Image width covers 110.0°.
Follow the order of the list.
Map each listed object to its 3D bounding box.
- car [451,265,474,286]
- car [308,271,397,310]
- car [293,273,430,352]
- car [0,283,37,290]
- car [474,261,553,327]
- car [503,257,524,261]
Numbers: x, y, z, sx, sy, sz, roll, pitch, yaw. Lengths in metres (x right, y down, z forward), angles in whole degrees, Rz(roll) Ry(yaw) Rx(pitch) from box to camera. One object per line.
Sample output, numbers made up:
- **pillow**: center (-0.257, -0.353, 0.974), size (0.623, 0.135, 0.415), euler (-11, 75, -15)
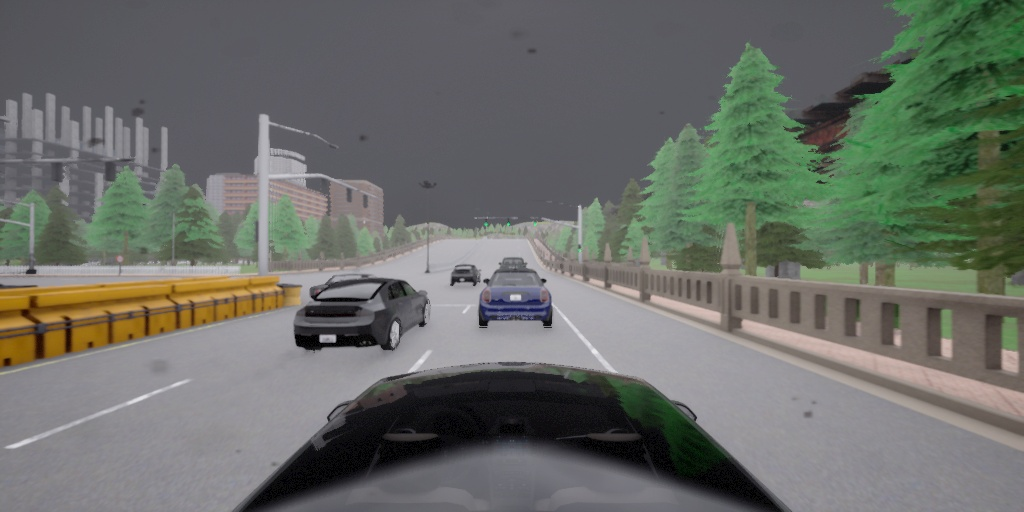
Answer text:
- **car**: center (-3.399, 1.383, 26.894), size (1.837, 1.490, 4.892), euler (0, 0, 0)
- **car**: center (-6.899, 1.424, 16.129), size (1.895, 1.301, 4.718), euler (0, 0, 0)
- **car**: center (-3.399, 1.292, 9.038), size (1.837, 1.490, 4.892), euler (0, 0, 0)
- **car**: center (-21.012, 1.409, 12.896), size (1.895, 1.301, 4.718), euler (0, 0, 0)
- **car**: center (0.099, 1.154, 11.853), size (2.097, 1.767, 4.553), euler (0, 0, 0)
- **car**: center (0.100, 1.115, 29.874), size (2.150, 2.045, 5.566), euler (0, 0, 0)
